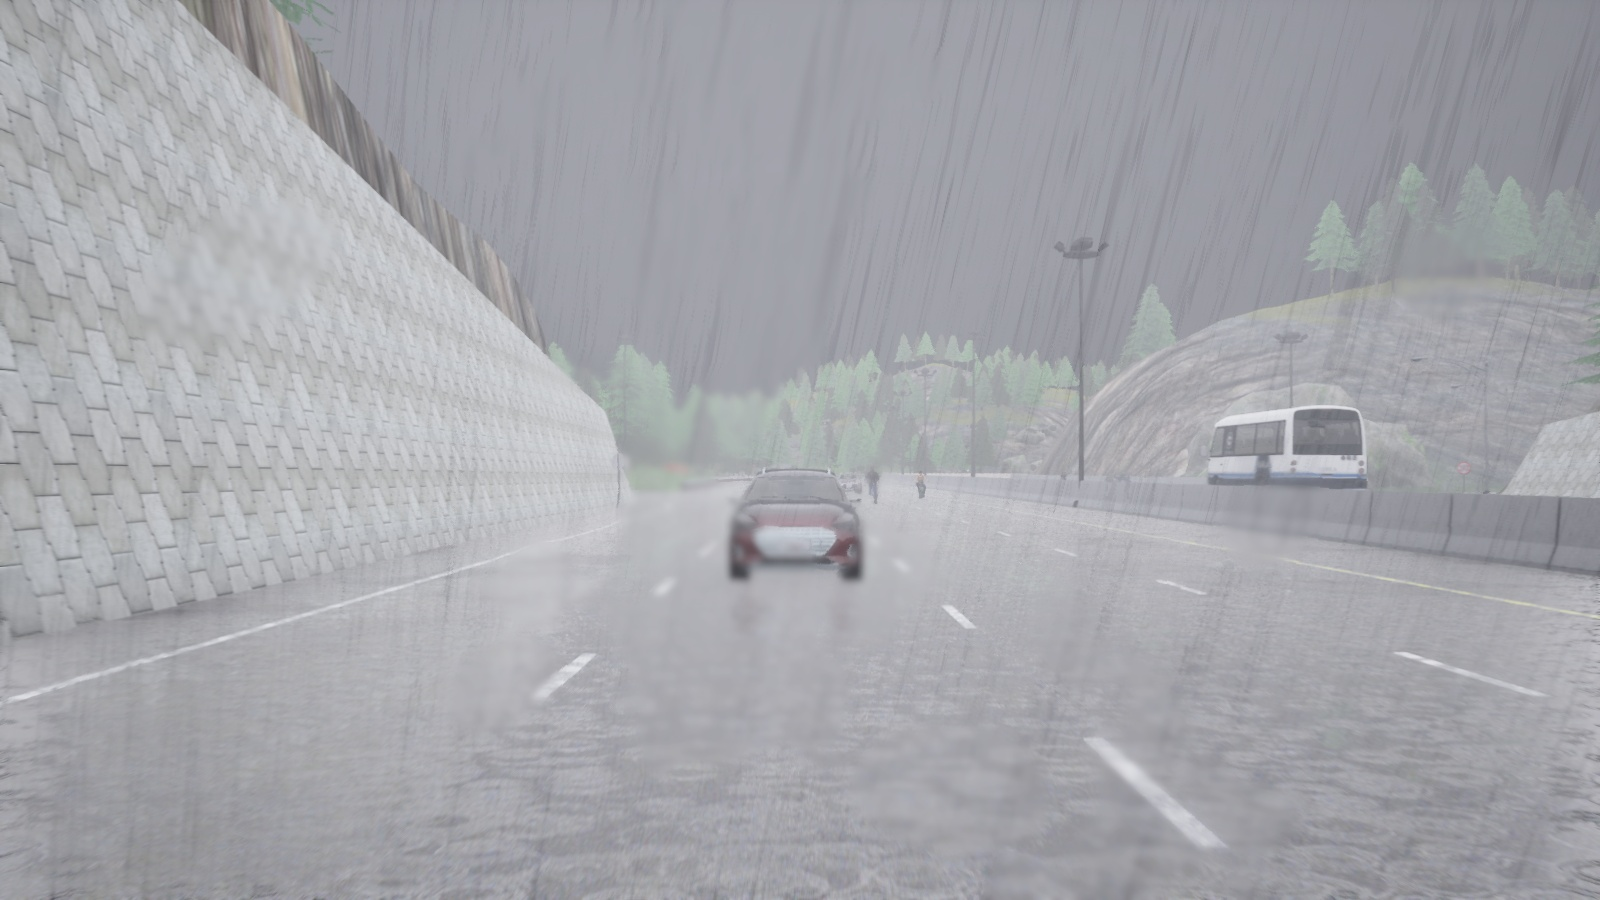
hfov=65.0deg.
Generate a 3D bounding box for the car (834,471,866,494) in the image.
[{"bbox_3d":[3.296,2.174,84.036,1.970,1.475,3.806,0,-1,0],"label":"car"}]

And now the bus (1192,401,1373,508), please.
[{"bbox_3d":[20.860,0.279,55.231,3.944,4.253,10.273,0,-1,0],"label":"bus"}]

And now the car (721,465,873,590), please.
[{"bbox_3d":[-0.048,1.066,19.216,2.033,1.649,4.856,0,-1,0],"label":"car"}]
